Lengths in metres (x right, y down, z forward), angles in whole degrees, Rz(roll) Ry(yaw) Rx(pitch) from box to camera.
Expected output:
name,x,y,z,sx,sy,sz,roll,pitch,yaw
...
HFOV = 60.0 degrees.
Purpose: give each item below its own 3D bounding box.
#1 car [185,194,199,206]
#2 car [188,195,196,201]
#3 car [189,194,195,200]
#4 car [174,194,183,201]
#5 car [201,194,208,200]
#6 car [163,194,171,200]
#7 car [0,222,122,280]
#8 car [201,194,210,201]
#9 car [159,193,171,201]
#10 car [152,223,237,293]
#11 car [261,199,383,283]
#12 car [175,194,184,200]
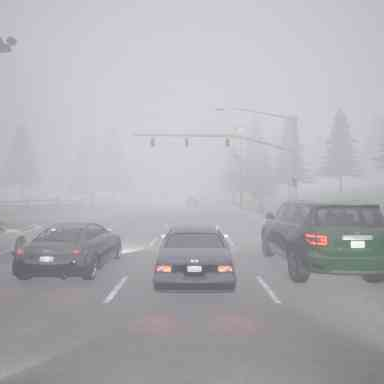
name,x,y,z,sx,sy,sz,roll,pitch,yaw
car,0.003,1.352,53.035,2.097,1.767,4.553,0,0,0
car,0.008,1.531,83.678,2.033,1.411,5.357,0,0,0
car,0.009,1.310,94.098,1.882,1.535,5.008,0,0,0
car,-3.492,1.517,84.095,1.812,1.442,4.674,0,0,0
car,3.509,1.310,94.097,1.882,1.535,5.008,0,0,0
car,-6.991,1.385,94.098,1.994,1.385,4.181,0,0,0
car,-3.433,1.564,9.921,1.994,1.385,4.181,0,0,1
car,3.508,1.492,83.677,1.837,1.490,4.892,0,0,0
car,-6.992,1.217,83.708,2.150,2.045,5.566,0,0,0
car,0.067,1.547,8.996,2.033,1.411,5.357,0,0,0
car,3.572,1.221,9.816,2.150,2.045,5.566,0,0,0
car,-3.491,1.358,94.098,2.128,1.511,4.902,0,0,0
